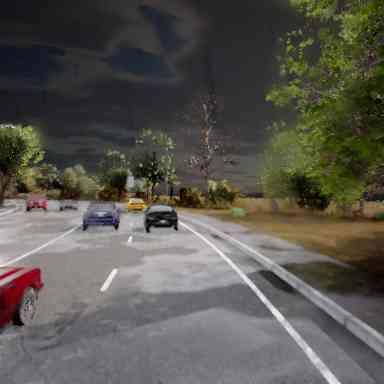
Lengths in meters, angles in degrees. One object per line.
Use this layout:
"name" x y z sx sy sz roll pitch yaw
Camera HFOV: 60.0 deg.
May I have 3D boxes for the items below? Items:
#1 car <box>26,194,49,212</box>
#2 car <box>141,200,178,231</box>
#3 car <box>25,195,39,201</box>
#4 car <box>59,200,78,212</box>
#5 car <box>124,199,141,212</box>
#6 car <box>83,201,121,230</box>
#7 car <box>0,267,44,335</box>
"car" -18.511 1.260 39.909 2.150 2.045 5.566 0 0 -22
"car" -2.038 1.487 20.888 1.882 1.535 5.008 0 0 -10
"car" -36.383 1.313 75.646 1.812 1.442 4.674 0 0 -40
"car" -14.710 1.597 39.702 1.994 1.385 4.181 0 0 -21
"car" -6.691 1.502 38.674 1.882 1.535 5.008 0 0 -19
"car" -5.699 1.370 21.465 2.097 1.767 4.553 0 0 -10
"car" -3.600 1.613 4.081 1.895 1.301 4.718 0 0 -3
